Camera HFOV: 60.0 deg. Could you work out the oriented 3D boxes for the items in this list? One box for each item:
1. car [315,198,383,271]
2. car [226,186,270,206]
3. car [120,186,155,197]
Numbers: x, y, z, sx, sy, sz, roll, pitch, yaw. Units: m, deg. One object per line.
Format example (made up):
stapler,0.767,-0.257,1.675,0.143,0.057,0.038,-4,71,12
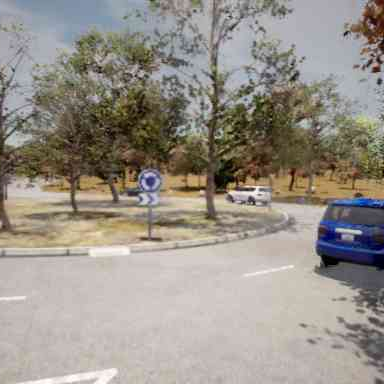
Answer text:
car,5.959,1.229,10.469,5.566,2.045,2.150,-1,3,-44
car,6.178,0.350,36.545,2.150,2.045,5.566,1,2,-34
car,-7.761,-0.031,47.229,4.892,1.490,1.837,2,2,9
